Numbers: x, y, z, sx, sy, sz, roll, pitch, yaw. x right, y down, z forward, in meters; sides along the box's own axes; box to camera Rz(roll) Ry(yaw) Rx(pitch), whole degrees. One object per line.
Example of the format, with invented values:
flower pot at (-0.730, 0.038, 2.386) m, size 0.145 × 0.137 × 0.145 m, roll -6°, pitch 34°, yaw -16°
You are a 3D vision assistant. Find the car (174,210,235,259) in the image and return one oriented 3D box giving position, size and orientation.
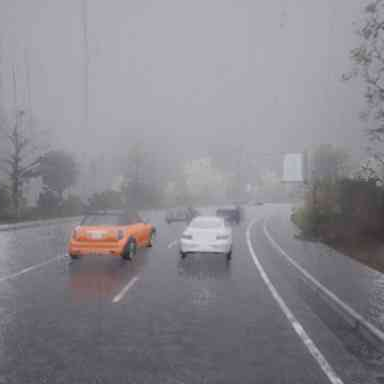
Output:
car at (0.685, 1.656, 13.163) m, size 1.812 × 1.442 × 4.674 m, roll 0°, pitch 0°, yaw 7°

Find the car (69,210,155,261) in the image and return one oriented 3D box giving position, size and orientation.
car at (-2.863, 1.477, 12.987) m, size 2.097 × 1.767 × 4.553 m, roll 0°, pitch -1°, yaw 7°

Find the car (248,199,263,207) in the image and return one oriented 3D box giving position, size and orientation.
car at (12.719, 2.160, 66.575) m, size 2.128 × 1.511 × 4.902 m, roll 0°, pitch 0°, yaw 32°

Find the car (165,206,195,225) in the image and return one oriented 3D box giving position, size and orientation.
car at (-0.635, 1.806, 26.682) m, size 2.033 × 1.411 × 5.357 m, roll 0°, pitch -1°, yaw 13°

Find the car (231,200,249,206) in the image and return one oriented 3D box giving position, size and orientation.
car at (9.849, 2.252, 68.577) m, size 1.895 × 1.301 × 4.718 m, roll 0°, pitch -1°, yaw 32°

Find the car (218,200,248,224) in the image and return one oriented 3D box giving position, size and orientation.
car at (3.230, 1.750, 27.576) m, size 1.882 × 1.535 × 5.008 m, roll 0°, pitch 0°, yaw 15°
